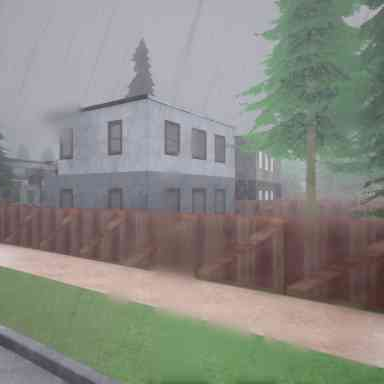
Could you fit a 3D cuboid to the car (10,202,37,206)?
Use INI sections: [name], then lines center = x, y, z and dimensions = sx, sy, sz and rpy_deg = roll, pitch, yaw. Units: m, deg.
[car]
center = -15.331, 1.582, 29.327
dimensions = 1.895, 1.301, 4.718
rpy_deg = 0, 0, 28
